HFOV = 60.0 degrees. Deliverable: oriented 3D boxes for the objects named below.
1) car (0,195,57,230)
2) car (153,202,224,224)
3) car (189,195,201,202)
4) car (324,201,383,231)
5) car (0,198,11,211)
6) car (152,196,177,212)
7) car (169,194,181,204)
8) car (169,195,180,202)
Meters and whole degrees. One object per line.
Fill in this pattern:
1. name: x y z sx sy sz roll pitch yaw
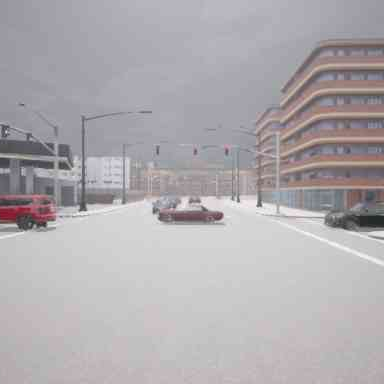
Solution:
1. car: -11.225 1.221 20.417 5.566 2.045 2.150 0 0 1
2. car: -0.129 1.601 23.807 4.718 1.301 1.895 0 0 1
3. car: 0.478 1.352 58.167 2.097 1.767 4.553 0 0 0
4. car: 10.475 1.352 20.124 4.553 1.767 2.097 0 0 -1
5. car: -23.943 1.456 39.401 3.806 1.475 1.970 0 0 1
6. car: -3.076 1.491 35.209 2.128 1.511 4.902 0 0 0
7. car: -3.208 1.352 65.098 2.097 1.767 4.553 0 0 0
8. car: -3.133 1.352 44.927 2.097 1.767 4.553 0 0 0
